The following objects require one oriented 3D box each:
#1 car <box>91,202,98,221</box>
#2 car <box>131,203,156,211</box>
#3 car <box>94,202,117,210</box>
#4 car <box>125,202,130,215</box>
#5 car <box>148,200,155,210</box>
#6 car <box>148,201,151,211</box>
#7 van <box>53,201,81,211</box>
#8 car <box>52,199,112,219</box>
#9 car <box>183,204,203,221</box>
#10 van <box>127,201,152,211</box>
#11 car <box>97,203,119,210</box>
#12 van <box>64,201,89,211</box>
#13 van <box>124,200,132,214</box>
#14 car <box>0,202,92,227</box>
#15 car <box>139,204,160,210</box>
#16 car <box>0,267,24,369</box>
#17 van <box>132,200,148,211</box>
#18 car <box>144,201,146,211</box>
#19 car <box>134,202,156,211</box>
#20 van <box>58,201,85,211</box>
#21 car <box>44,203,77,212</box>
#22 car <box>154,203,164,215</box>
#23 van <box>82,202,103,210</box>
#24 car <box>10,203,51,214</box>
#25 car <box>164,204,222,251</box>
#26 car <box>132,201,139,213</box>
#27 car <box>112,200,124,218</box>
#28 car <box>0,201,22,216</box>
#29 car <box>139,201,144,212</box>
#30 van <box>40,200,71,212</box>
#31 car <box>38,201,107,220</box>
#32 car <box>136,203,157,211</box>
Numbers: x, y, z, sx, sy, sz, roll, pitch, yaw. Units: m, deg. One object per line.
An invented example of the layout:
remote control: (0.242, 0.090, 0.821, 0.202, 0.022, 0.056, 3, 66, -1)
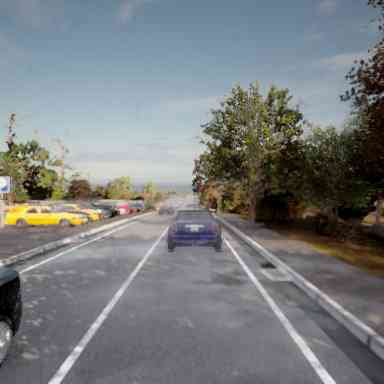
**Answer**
car: (-10.339, 1.747, 26.009, 4.892, 1.521, 2.231, 0, -1, 0)
car: (-10.304, 3.205, 70.376, 5.008, 1.535, 2.097, 0, -3, 0)
car: (-23.350, 3.855, 89.898, 5.566, 2.045, 2.435, 0, -3, 0)
car: (-10.328, 2.178, 39.875, 4.674, 1.452, 2.002, 0, -2, 0)
car: (-10.342, 2.570, 62.068, 5.566, 2.045, 2.435, 0, -3, 0)
car: (-10.344, 2.753, 59.306, 4.792, 1.488, 2.163, 0, -2, 0)
van: (-23.277, 2.595, 62.091, 4.442, 1.987, 1.878, 0, -2, 0)
car: (-10.361, 1.765, 31.560, 4.553, 1.767, 2.185, 0, -2, 0)
car: (0.100, 1.946, 32.396, 1.837, 1.490, 4.892, 0, -2, 0)
van: (-10.195, 2.723, 64.840, 4.442, 1.987, 1.878, 0, -3, 0)
car: (-23.349, 3.982, 92.666, 5.566, 2.045, 2.435, 0, -3, 0)
van: (-23.507, 2.851, 67.633, 4.442, 1.987, 1.878, 0, -3, 0)
van: (-10.441, 1.996, 42.658, 4.442, 1.987, 1.878, 0, -2, 0)
car: (-10.149, 1.683, 23.241, 5.366, 1.575, 1.946, 0, -1, 0)
car: (-10.297, 3.719, 81.469, 4.892, 1.521, 2.231, 0, -3, 0)
car: (-3.350, 1.482, 2.716, 1.882, 1.535, 5.008, 0, 0, 0)
van: (-10.200, 2.414, 56.533, 4.442, 1.987, 1.878, 0, -2, 0)
car: (-10.321, 2.596, 53.750, 4.674, 1.452, 2.002, 0, -2, 0)
car: (-10.276, 3.208, 73.155, 4.553, 1.767, 2.185, 0, -3, 0)
van: (-23.508, 2.729, 64.991, 4.442, 1.987, 1.878, 0, -3, 0)
car: (-23.400, 2.726, 59.464, 5.008, 1.535, 2.097, 0, -2, 0)
car: (-3.339, 2.328, 44.134, 2.033, 1.411, 5.357, 0, -2, 0)
van: (-23.501, 3.363, 78.702, 4.442, 1.987, 1.878, 0, -3, 0)
car: (-23.395, 2.394, 48.390, 4.892, 1.521, 2.231, 0, -2, 0)
car: (0.100, 1.445, 14.584, 2.097, 1.767, 4.553, 0, -1, 0)
car: (-10.328, 2.305, 45.427, 5.008, 1.535, 2.097, 0, -2, 0)
car: (-10.300, 1.720, 34.335, 5.566, 2.045, 2.435, 0, -2, 0)
car: (-23.374, 2.017, 40.086, 4.553, 1.767, 2.185, 0, -2, 0)
car: (-10.290, 2.502, 50.974, 4.792, 1.488, 2.163, 0, -2, 0)
van: (-23.279, 2.417, 56.702, 4.442, 1.987, 1.878, 0, -2, 0)
car: (-10.338, 1.814, 28.781, 5.008, 1.535, 2.097, 0, -2, 0)
car: (-10.275, 3.336, 75.928, 4.553, 1.767, 2.185, 0, -3, 0)
